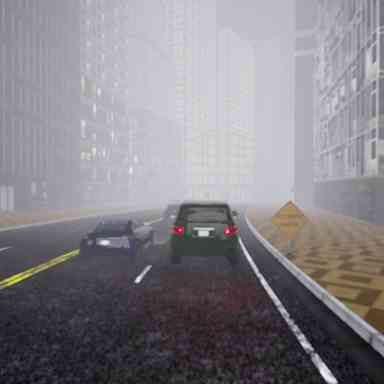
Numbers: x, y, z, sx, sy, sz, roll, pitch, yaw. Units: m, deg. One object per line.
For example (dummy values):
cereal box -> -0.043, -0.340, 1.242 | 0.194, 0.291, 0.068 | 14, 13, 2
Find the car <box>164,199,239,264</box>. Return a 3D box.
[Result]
car -> 0.524, 1.303, 12.341 | 2.150, 2.045, 5.566 | 0, 0, 4

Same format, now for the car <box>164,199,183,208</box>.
car -> -2.989, 1.885, 55.069 | 1.812, 1.442, 4.674 | 0, 0, 14

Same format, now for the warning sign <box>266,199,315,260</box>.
warning sign -> 3.203, 1.193, 10.956 | 1.300, 1.860, 1.060 | 1, 1, 3

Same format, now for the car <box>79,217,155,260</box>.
car -> -2.689, 1.638, 12.820 | 1.994, 1.385, 4.181 | 0, -1, 4

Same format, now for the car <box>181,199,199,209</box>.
car -> -0.250, 1.884, 52.586 | 1.812, 1.442, 4.674 | 0, 0, 13

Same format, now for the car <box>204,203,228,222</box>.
car -> 2.174, 1.725, 29.020 | 1.812, 1.442, 4.674 | 0, 0, 8
